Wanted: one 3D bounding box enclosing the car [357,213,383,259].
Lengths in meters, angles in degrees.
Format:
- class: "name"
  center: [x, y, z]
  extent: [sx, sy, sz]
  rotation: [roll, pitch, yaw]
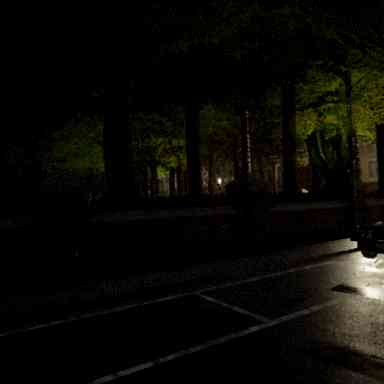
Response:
- class: "car"
  center: [7.972, 1.329, 11.812]
  extent: [5.009, 1.841, 2.192]
  rotation: [-1, -2, -34]
